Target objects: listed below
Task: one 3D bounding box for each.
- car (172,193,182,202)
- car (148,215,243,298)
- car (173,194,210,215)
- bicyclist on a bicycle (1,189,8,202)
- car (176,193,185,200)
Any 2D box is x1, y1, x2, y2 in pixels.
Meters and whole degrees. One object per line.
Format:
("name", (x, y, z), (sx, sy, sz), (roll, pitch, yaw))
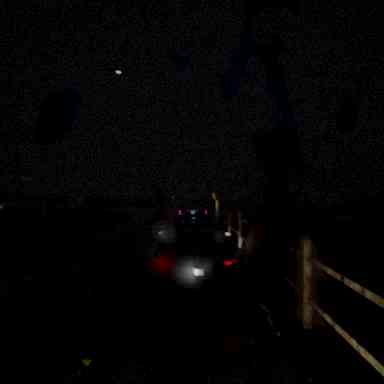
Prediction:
("car", (-2.778, 1.007, 65.269), (2.097, 1.767, 4.553), (0, 0, 0))
("car", (0.079, 1.505, 8.420), (1.994, 1.385, 4.181), (0, 0, 0))
("car", (0.012, 1.218, 21.800), (2.097, 1.767, 4.553), (0, 0, -1))
("bicyclist on a bicycle", (-22.626, 0.423, 40.167), (0.582, 1.620, 1.656), (2, 0, 0))
("car", (-2.765, 1.104, 81.457), (2.128, 1.511, 4.902), (0, 0, 0))
